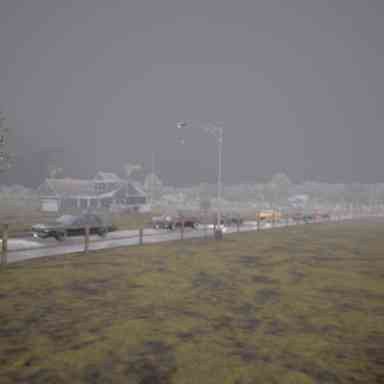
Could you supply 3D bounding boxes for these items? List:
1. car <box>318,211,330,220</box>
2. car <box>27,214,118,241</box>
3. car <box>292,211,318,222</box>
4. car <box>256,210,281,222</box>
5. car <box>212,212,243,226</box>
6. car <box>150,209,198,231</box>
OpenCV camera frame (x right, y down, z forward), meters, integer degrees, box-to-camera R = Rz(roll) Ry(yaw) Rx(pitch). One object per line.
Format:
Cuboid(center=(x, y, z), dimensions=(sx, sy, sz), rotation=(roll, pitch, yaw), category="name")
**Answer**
Cuboid(center=(21.636, 3.870, 55.434), dimensions=(1.882, 1.535, 5.008), rotation=(0, -2, 35), category="car")
Cuboid(center=(-6.967, 2.054, 20.179), dimensions=(2.033, 1.411, 5.357), rotation=(0, -2, 34), category="car")
Cuboid(center=(15.705, 3.445, 47.084), dimensions=(2.128, 1.511, 4.902), rotation=(0, -2, 35), category="car")
Cuboid(center=(10.196, 3.195, 44.350), dimensions=(1.882, 1.535, 5.008), rotation=(0, -2, 36), category="car")
Cuboid(center=(3.829, 2.822, 35.449), dimensions=(1.994, 1.385, 4.181), rotation=(0, -2, 35), category="car")
Cuboid(center=(-1.455, 2.239, 28.014), dimensions=(2.097, 1.767, 4.553), rotation=(0, -2, 35), category="car")
